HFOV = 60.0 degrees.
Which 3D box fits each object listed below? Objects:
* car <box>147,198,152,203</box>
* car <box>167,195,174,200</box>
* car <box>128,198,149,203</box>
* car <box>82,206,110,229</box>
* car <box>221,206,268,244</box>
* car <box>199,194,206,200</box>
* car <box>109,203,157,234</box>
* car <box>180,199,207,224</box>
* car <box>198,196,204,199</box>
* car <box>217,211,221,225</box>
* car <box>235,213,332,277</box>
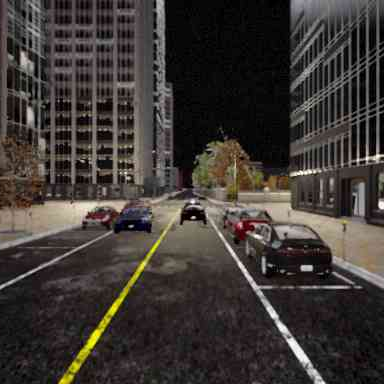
[{"bbox_3d":[-5.705,1.411,38.441,1.967,1.590,4.097,0,0,0],"label":"car"},{"bbox_3d":[-5.873,1.413,92.963,1.947,1.339,4.313,0,0,0],"label":"car"},{"bbox_3d":[-5.703,1.563,32.748,1.802,1.307,4.206,0,0,0],"label":"car"},{"bbox_3d":[-5.699,1.575,21.360,1.802,1.307,4.206,0,0,0],"label":"car"},{"bbox_3d":[2.684,1.436,15.668,1.967,1.590,4.097,0,0,0],"label":"car"},{"bbox_3d":[2.716,1.426,87.468,1.947,1.339,4.313,0,0,0],"label":"car"},{"bbox_3d":[-3.106,1.559,18.964,1.994,1.385,4.181,0,0,0],"label":"car"},{"bbox_3d":[0.087,1.517,24.213,1.812,1.442,4.674,0,0,0],"label":"car"},{"bbox_3d":[0.083,1.514,40.689,2.033,1.411,5.357,0,0,0],"label":"car"},{"bbox_3d":[2.682,1.544,21.362,2.008,1.369,4.403,0,0,0],"label":"car"},{"bbox_3d":[2.686,1.548,9.976,2.008,1.369,4.403,0,0,0],"label":"car"}]
